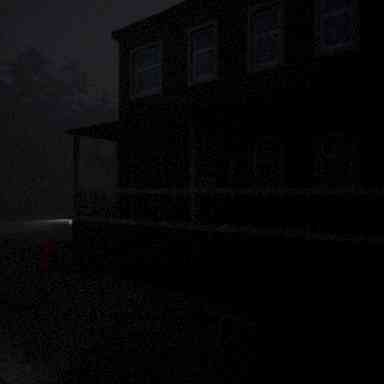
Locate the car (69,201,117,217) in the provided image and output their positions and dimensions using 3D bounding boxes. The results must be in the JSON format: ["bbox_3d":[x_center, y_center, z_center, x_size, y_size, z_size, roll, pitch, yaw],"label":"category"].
[{"bbox_3d":[-7.801,1.523,28.642,2.033,1.411,5.357,0,0,36],"label":"car"}]
